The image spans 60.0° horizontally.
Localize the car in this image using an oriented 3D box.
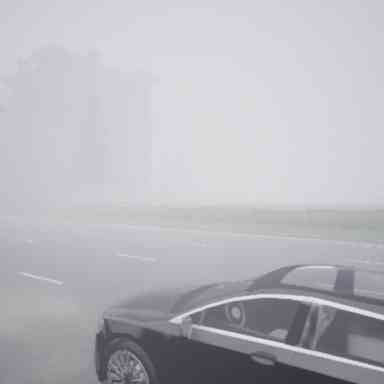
[{"bbox_3d":[1.077,1.496,3.217,4.902,1.511,2.128,0,0,35],"label":"car"}]
